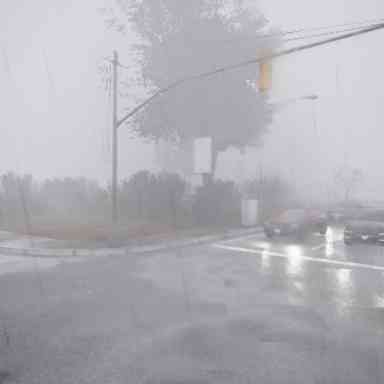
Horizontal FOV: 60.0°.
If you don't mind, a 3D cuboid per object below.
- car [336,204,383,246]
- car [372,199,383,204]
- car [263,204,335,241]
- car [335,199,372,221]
[{"bbox_3d":[8.072,1.492,14.547,1.837,1.490,4.892,1,0,39],"label":"car"},{"bbox_3d":[18.508,1.446,33.416,1.812,1.442,4.674,1,1,37],"label":"car"},{"bbox_3d":[5.344,1.485,16.739,1.812,1.442,4.674,1,0,40],"label":"car"},{"bbox_3d":[11.120,1.447,23.977,2.128,1.511,4.902,1,0,38],"label":"car"}]
